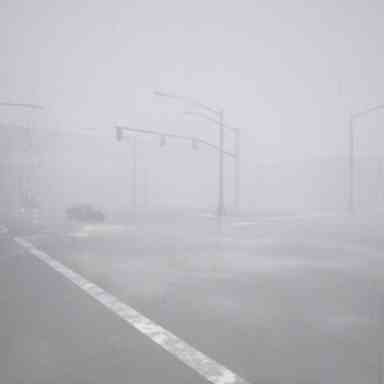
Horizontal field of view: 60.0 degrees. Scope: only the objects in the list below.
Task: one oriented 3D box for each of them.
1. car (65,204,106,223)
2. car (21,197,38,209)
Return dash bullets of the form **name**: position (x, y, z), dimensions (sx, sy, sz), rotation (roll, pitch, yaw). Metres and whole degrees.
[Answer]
- **car**: position (-8.584, 1.663, 26.595), dimensions (1.895, 1.301, 4.718), rotation (1, 0, -36)
- **car**: position (-22.954, 1.564, 47.097), dimensions (1.837, 1.490, 4.892), rotation (-2, 1, -25)
